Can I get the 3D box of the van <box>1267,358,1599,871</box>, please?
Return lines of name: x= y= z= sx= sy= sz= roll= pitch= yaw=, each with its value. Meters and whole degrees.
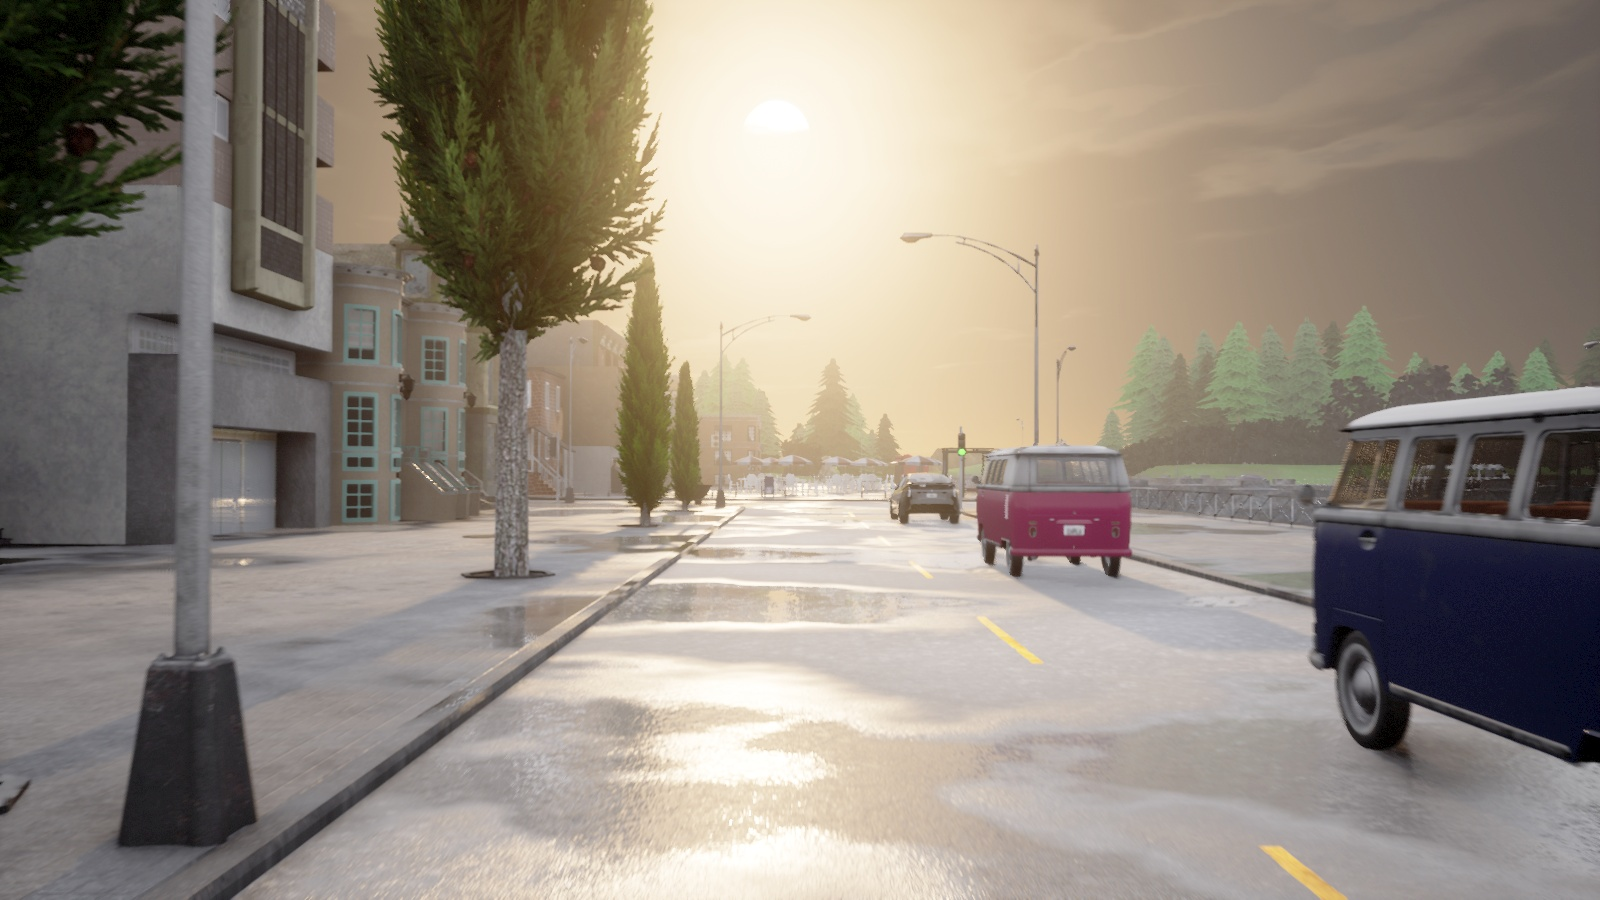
van: x=3.982 y=0.653 z=6.053 sx=1.775 sy=1.987 sz=4.442 roll=0 pitch=-1 yaw=0

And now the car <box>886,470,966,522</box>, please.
car: x=3.902 y=1.408 z=39.529 sx=2.007 sy=1.525 sz=4.514 roll=0 pitch=-1 yaw=-1

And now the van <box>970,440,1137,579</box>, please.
van: x=3.945 y=0.891 z=20.283 sx=1.775 sy=1.987 sz=4.442 roll=0 pitch=-1 yaw=0
